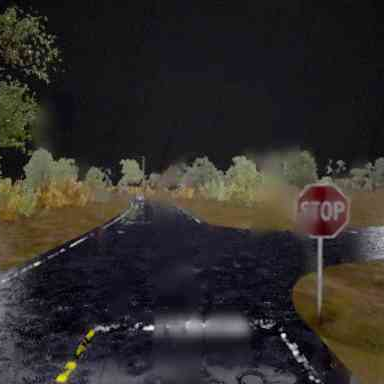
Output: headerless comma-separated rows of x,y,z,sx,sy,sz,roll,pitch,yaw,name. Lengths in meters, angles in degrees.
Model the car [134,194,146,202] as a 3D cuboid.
-9.812,1.110,62.356,2.128,1.511,4.902,0,0,-11,car
